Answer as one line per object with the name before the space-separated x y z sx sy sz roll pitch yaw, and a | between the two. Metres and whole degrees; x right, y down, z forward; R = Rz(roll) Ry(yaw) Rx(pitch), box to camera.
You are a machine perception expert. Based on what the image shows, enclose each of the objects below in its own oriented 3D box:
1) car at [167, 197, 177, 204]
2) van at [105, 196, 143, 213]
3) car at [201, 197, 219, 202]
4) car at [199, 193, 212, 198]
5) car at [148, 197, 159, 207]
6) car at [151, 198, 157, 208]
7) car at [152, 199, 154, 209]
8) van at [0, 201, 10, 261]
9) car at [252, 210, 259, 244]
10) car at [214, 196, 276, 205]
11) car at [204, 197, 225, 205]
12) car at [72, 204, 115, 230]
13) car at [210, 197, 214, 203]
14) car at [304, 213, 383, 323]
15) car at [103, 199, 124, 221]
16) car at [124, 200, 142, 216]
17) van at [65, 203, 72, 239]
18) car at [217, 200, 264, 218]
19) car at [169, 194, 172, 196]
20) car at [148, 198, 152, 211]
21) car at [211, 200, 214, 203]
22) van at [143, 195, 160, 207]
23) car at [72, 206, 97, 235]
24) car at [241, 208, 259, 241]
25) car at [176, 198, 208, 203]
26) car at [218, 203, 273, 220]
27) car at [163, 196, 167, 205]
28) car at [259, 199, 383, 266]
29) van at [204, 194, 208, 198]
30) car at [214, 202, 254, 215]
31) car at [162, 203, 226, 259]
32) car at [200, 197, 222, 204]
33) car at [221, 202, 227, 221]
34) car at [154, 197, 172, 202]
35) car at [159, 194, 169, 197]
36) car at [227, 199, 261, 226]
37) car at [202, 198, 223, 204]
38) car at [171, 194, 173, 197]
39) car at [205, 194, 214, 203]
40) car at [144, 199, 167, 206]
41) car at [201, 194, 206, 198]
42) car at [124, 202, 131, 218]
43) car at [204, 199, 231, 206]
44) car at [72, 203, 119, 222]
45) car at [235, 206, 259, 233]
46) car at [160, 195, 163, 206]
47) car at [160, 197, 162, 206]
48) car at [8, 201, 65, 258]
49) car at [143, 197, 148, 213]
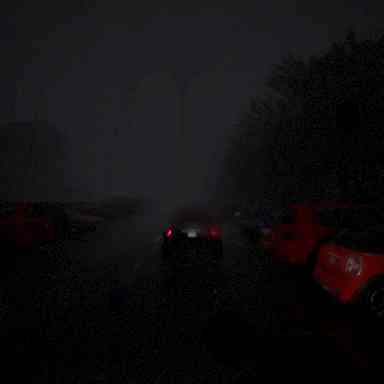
car | -3.542 2.167 65.048 1.812 1.442 4.674 0 0 1
van | -8.172 1.651 37.518 4.442 1.987 1.878 0 -1 0
car | 4.998 2.091 93.202 4.892 1.521 2.231 0 1 0
car | 5.038 1.951 79.388 5.566 2.045 2.435 0 0 0
car | -8.054 2.004 51.369 5.008 1.535 2.097 0 -1 0
car | -8.064 1.980 48.586 5.008 1.535 2.097 0 -1 0
car | -8.055 1.995 45.802 4.674 1.452 2.002 0 -1 0
van | -8.160 1.362 9.747 4.442 1.987 1.878 0 -1 0
car | 5.221 1.615 12.541 5.366 1.575 1.946 0 -1 0
car | 5.001 1.542 29.127 5.566 2.045 2.435 0 -1 0
car | 5.043 2.064 73.808 4.553 1.767 2.185 0 0 0
car | -7.862 1.704 20.753 5.366 1.575 1.946 0 -1 0
car | 4.992 1.803 43.051 4.553 1.767 2.185 0 -1 0
car | 5.006 1.431 6.848 4.553 1.767 2.185 0 -1 0
car | -8.081 1.640 26.322 4.553 1.767 2.185 0 -1 0
car | -8.082 1.879 34.669 4.792 1.488 2.163 0 -1 0
van | -8.162 1.422 15.189 4.442 1.987 1.878 0 -1 0
car | 4.995 1.724 34.697 4.553 1.767 2.185 0 -1 0
car | -8.041 2.058 84.789 4.553 1.767 2.185 0 0 0
car | -8.242 1.926 43.019 5.366 1.575 1.946 0 -1 0
car | 5.020 1.876 37.480 5.008 1.535 2.097 0 -1 0
van | -7.944 1.803 54.154 4.442 1.987 1.878 0 -1 0
car | -8.053 1.678 17.970 4.892 1.521 2.231 0 -1 0
car | 5.040 1.647 15.200 5.008 1.535 2.097 0 -1 0
car | 0.009 1.658 28.450 2.097 1.767 4.553 0 -1 0
car | 5.032 1.821 31.911 5.008 1.535 2.097 0 -1 0
car | -7.879 2.097 62.502 5.366 1.575 1.946 0 0 0
car | 5.065 1.337 9.759 5.566 2.045 2.435 0 -1 0
van | 4.899 1.874 62.545 4.442 1.987 1.878 0 0 0
car | 5.027 1.943 40.264 4.674 1.452 2.002 0 -1 0
car | 0.015 1.499 13.448 2.097 1.767 4.553 0 -1 0
car | 4.822 2.179 84.967 5.366 1.575 1.946 0 0 0
car | 5.036 1.767 26.341 4.892 1.521 2.231 0 -1 0
car | -8.105 2.120 93.146 4.792 1.488 2.163 0 1 0
car | -8.038 1.896 68.070 5.566 2.045 2.435 0 0 0
car | 5.062 1.611 23.556 4.553 1.767 2.185 0 -1 0
car | 5.014 2.196 82.178 5.008 1.535 2.097 0 0 0
car | -8.043 2.036 87.569 4.553 1.767 2.185 0 0 0
car | 4.994 1.704 45.836 5.566 2.045 2.435 0 -1 0
car | -8.098 2.219 73.637 4.792 1.488 2.163 0 0 0
car | 4.986 1.872 65.331 5.566 2.045 2.435 0 0 0
car | -8.048 1.834 29.103 4.674 1.452 2.002 0 -1 0
car | 5.199 2.144 68.114 5.366 1.575 1.946 0 0 0
car | -8.043 1.737 23.536 4.892 1.521 2.231 0 -1 0
car | 5.003 1.707 17.986 4.792 1.488 2.163 0 -1 0
car | -8.094 1.952 59.845 4.553 1.767 2.185 0 0 0
car | -8.056 2.054 56.936 4.892 1.521 2.231 0 -1 0
car | -8.073 1.366 12.406 5.566 2.045 2.435 0 -1 0
car | -8.087 1.777 40.237 4.553 1.767 2.185 0 -1 0
